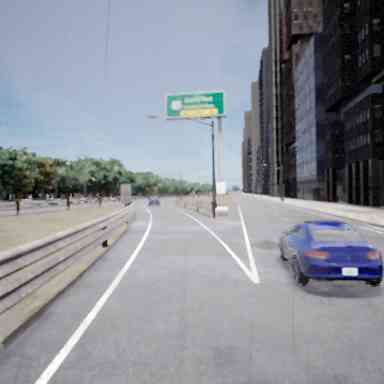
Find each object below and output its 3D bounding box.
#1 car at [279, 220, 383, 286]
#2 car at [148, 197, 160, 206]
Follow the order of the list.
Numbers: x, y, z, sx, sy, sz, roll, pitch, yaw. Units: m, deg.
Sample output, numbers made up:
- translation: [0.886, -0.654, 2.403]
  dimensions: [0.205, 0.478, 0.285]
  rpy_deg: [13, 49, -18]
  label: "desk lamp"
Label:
- translation: [3.585, 1.497, 9.218]
  dimensions: [1.812, 1.442, 4.674]
  rpy_deg: [-1, 0, 7]
  label: "car"
- translation: [-6.510, 1.640, 57.620]
  dimensions: [1.812, 1.442, 4.674]
  rpy_deg: [-1, 0, -8]
  label: "car"
